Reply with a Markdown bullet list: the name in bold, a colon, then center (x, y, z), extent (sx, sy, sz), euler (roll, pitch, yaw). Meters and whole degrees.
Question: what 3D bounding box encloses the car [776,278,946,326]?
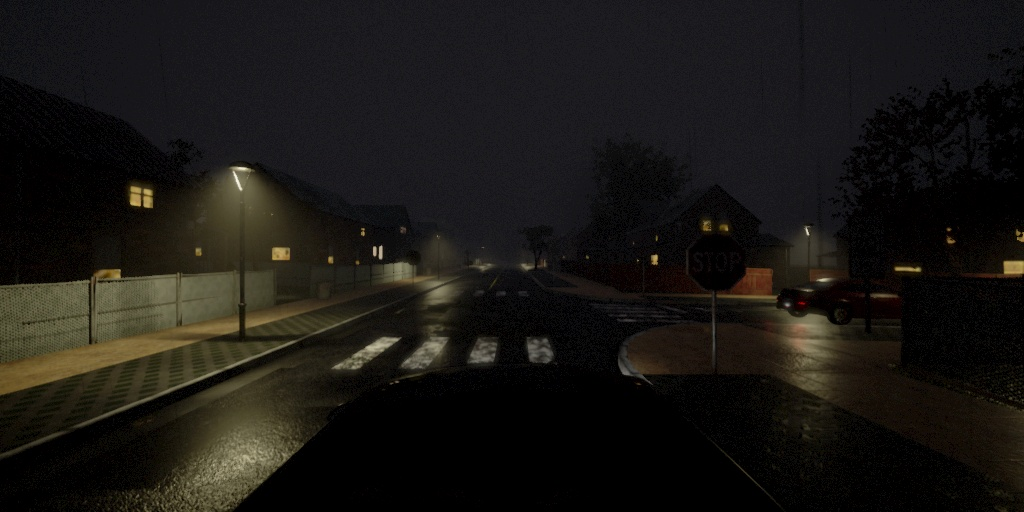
- **car**: center (11.533, 1.487, 12.043), extent (4.674, 1.442, 1.812), euler (1, -1, -1)
